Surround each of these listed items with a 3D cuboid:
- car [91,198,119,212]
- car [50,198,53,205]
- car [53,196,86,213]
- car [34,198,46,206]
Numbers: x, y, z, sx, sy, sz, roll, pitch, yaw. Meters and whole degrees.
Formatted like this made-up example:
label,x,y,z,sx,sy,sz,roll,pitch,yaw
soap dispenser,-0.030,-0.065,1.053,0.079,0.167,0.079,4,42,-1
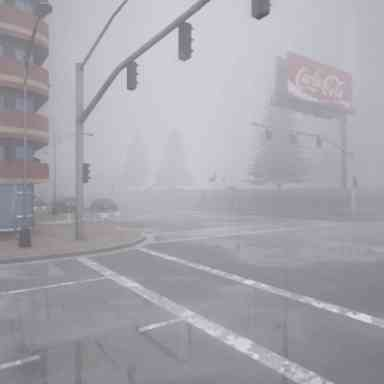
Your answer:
label,x,y,z,sx,sy,sz,roll,pitch,yaw
car,-10.113,1.503,38.273,1.837,1.490,4.892,0,0,-36
car,-21.552,1.380,54.273,2.097,1.767,4.553,0,0,-36
car,-13.427,1.351,36.886,2.097,1.767,4.553,0,0,-36
car,-24.372,1.592,52.199,1.994,1.385,4.181,0,0,-36
